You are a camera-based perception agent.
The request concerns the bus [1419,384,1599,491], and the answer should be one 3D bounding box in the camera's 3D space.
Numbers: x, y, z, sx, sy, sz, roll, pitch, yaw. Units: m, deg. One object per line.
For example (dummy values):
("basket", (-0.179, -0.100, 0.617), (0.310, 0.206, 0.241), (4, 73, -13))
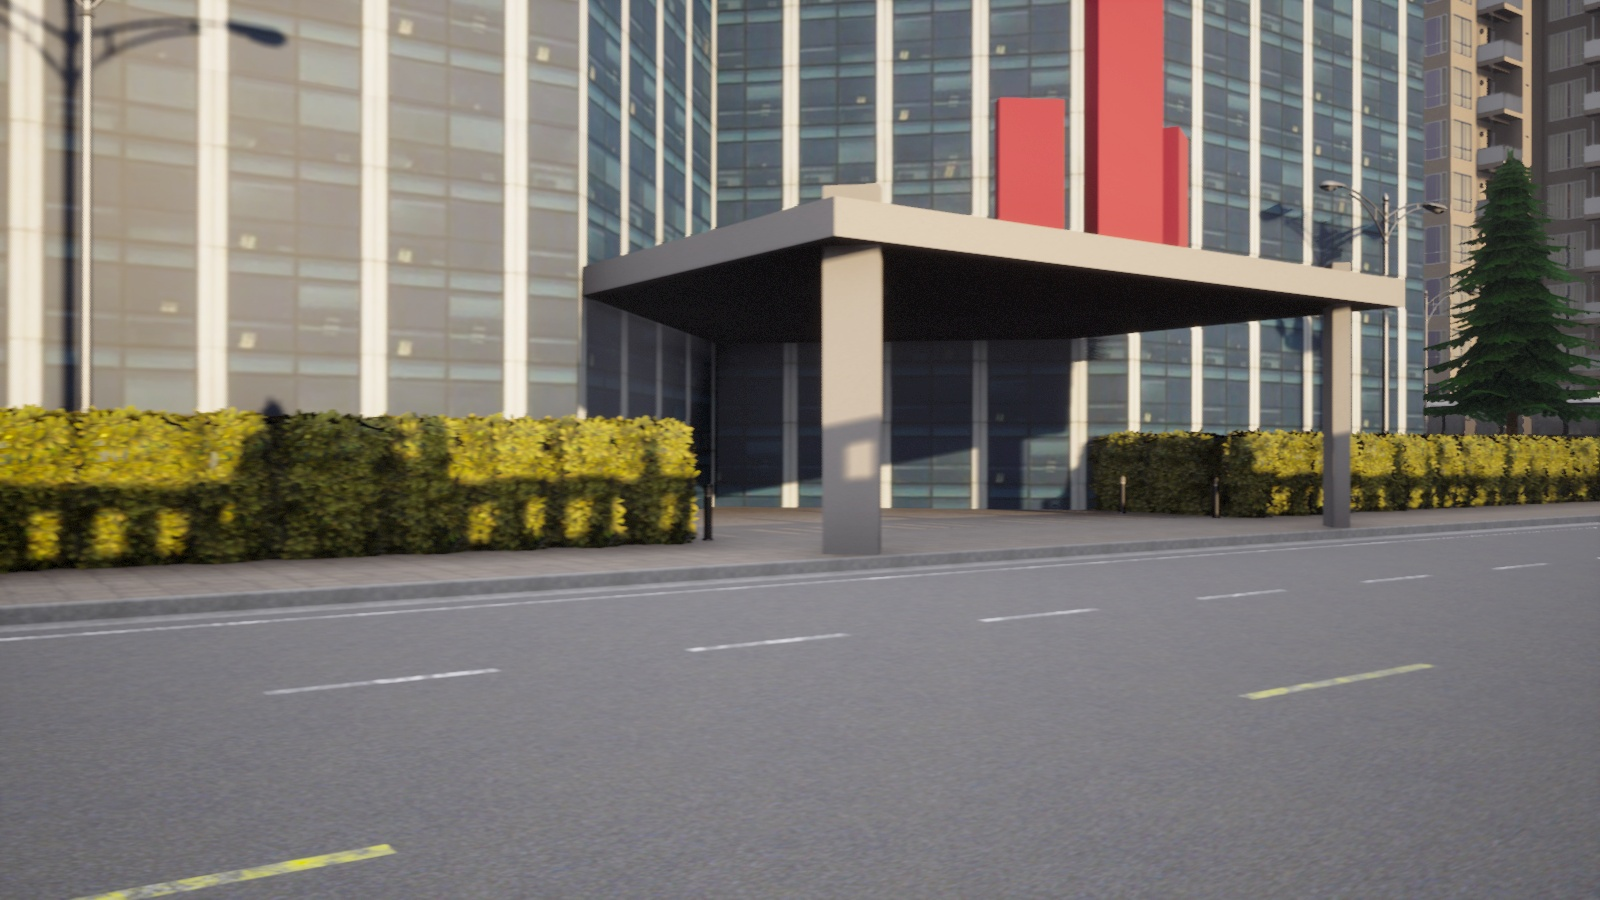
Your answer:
("bus", (32.323, -0.514, 53.201), (3.944, 4.253, 10.273), (0, 0, -35))
